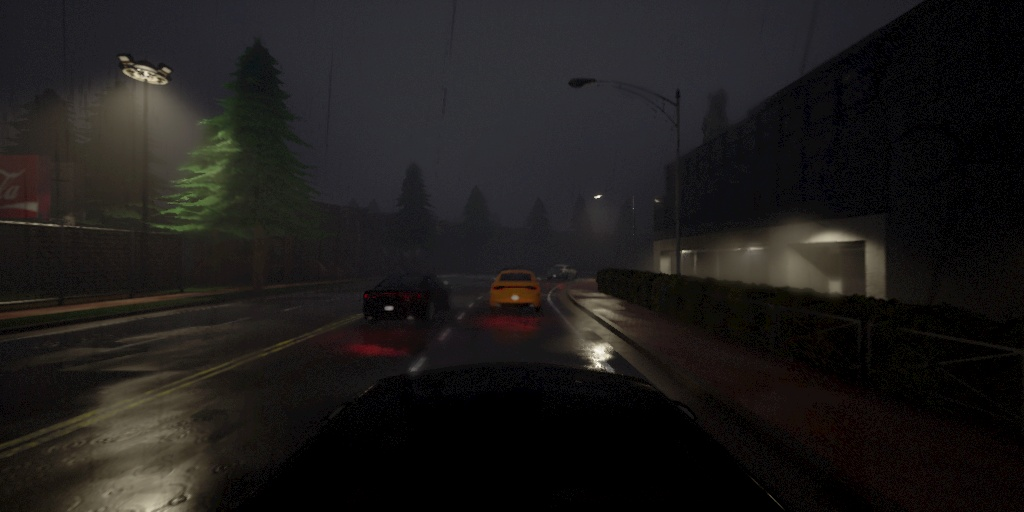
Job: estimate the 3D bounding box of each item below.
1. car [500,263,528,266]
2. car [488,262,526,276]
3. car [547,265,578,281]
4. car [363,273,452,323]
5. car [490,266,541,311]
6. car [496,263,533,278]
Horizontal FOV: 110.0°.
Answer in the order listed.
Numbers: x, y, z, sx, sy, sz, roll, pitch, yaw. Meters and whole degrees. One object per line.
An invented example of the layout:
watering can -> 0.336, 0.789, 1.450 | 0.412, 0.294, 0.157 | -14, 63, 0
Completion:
car -> 0.521, 1.495, 32.497 | 1.837, 1.490, 4.892 | -1, -1, 23
car -> -0.550, 1.578, 44.818 | 2.128, 1.511, 4.902 | 0, -1, 37
car -> 4.721, 1.522, 33.263 | 1.812, 1.442, 4.674 | 0, -1, 26
car -> -3.372, 1.312, 12.470 | 1.882, 1.535, 5.008 | 0, 0, 1
car -> 0.207, 1.332, 15.032 | 1.882, 1.535, 5.008 | 0, -1, 2
car -> 0.371, 1.554, 39.989 | 1.837, 1.490, 4.892 | -1, -1, 33
